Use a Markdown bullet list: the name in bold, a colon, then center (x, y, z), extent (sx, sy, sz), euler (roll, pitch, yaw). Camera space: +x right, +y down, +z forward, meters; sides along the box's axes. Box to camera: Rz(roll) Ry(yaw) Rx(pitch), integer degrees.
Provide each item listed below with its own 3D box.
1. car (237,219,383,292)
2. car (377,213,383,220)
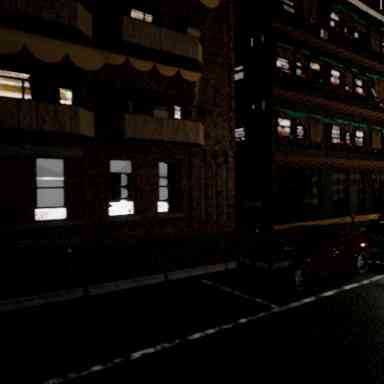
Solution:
- **car**: center (3.069, 1.530, 8.722), extent (4.206, 1.307, 1.802), euler (0, 0, -36)
- **car**: center (7.627, 1.349, 11.977), extent (4.097, 1.590, 1.967), euler (0, 0, -36)
